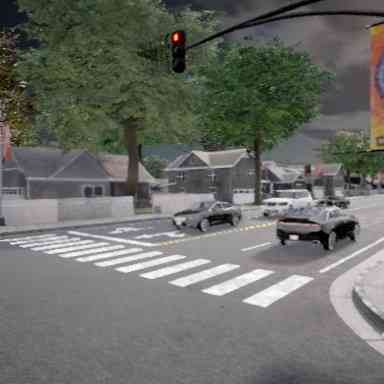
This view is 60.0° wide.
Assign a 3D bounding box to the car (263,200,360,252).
[{"bbox_3d":[5.034,1.275,12.995,2.128,1.511,4.902,0,1,41],"label":"car"}]

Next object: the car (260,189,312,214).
[{"bbox_3d":[7.468,0.826,25.849,2.150,2.045,5.566,0,1,41],"label":"car"}]

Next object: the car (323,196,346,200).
[{"bbox_3d":[14.268,1.055,33.580,1.895,1.301,4.718,0,1,41],"label":"car"}]

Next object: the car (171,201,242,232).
[{"bbox_3d":[0.905,1.243,18.384,2.128,1.511,4.902,0,1,40],"label":"car"}]
